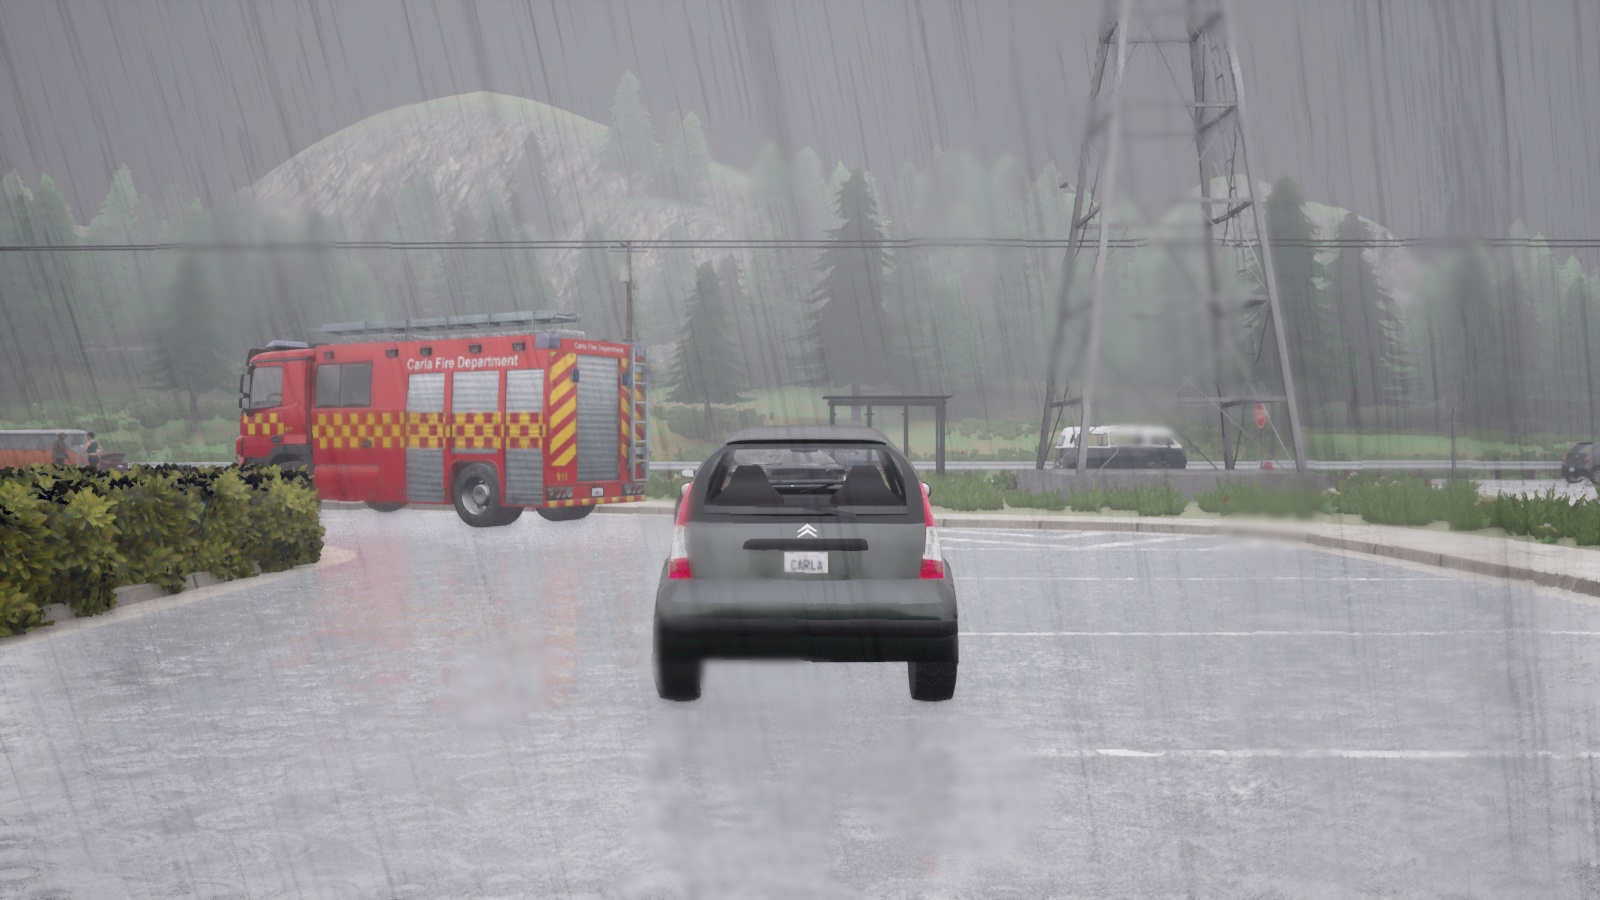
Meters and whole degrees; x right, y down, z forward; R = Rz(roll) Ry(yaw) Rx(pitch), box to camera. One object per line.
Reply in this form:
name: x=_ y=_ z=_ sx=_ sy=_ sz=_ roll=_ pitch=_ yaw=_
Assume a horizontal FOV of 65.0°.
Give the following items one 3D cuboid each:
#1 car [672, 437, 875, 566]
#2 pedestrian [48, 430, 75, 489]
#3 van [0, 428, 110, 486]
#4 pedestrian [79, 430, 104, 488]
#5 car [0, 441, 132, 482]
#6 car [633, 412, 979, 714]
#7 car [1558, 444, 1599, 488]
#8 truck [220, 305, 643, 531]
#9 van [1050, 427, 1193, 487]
car: x=-0.527 y=0.594 z=17.247 sx=2.007 sy=1.525 sz=4.514 roll=0 pitch=0 yaw=-12
pedestrian: x=-22.912 y=0.294 z=38.949 sx=0.634 sy=1.846 sz=0.331 roll=0 pitch=0 yaw=1
van: x=-26.932 y=0.223 z=44.212 sx=4.442 sy=1.987 sz=1.775 roll=0 pitch=0 yaw=7
pedestrian: x=-22.501 y=0.284 z=39.897 sx=0.594 sy=1.836 sz=0.345 roll=0 pitch=0 yaw=8
car: x=-28.514 y=0.425 z=47.978 sx=5.008 sy=1.535 sz=1.882 roll=0 pitch=0 yaw=1
car: x=0.038 y=0.594 z=8.718 sx=1.851 sy=1.617 sz=3.988 roll=0 pitch=0 yaw=0
car: x=28.802 y=0.532 z=43.756 sx=3.633 sy=1.501 sz=1.845 roll=0 pitch=0 yaw=1
truck: x=-7.354 y=-0.566 z=24.589 sx=8.468 sy=3.827 sz=2.891 roll=0 pitch=0 yaw=30
van: x=11.185 y=0.226 z=43.976 sx=4.480 sy=2.038 sz=2.069 roll=0 pitch=0 yaw=1
